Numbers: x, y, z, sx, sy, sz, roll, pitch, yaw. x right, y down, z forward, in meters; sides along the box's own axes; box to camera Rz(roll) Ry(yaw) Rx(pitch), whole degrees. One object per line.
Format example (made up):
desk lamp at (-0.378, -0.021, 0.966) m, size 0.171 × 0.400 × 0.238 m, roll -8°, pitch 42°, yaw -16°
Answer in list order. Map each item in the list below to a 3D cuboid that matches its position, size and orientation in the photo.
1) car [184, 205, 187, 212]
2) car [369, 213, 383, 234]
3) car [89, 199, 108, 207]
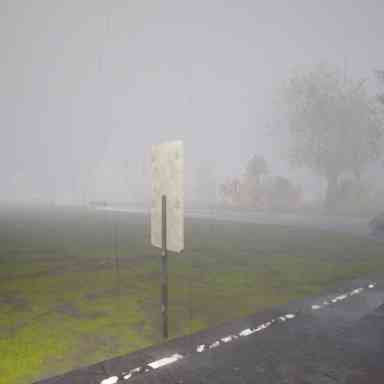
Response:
car at (-2.561, 1.690, 39.790) m, size 2.128 × 1.511 × 4.902 m, roll 0°, pitch 0°, yaw -38°
car at (10.809, 1.593, 16.773) m, size 1.994 × 1.385 × 4.181 m, roll 0°, pitch -1°, yaw 1°
car at (-16.377, 1.938, 58.376) m, size 1.895 × 1.301 × 4.718 m, roll 0°, pitch 0°, yaw -36°
